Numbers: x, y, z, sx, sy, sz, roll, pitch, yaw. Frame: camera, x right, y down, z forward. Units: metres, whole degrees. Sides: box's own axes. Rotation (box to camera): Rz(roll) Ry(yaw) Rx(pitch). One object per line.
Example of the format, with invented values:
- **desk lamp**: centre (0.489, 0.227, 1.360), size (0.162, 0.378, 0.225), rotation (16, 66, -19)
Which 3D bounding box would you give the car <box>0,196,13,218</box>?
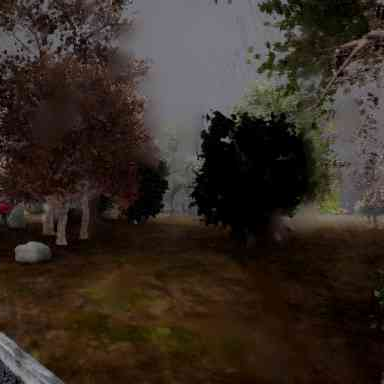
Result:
- **car**: centre (-19.067, 1.414, 32.622), size (2.150, 2.045, 5.566), rotation (0, 0, -21)
